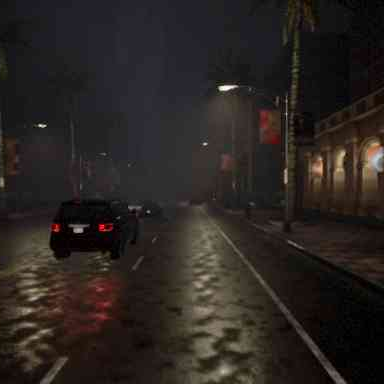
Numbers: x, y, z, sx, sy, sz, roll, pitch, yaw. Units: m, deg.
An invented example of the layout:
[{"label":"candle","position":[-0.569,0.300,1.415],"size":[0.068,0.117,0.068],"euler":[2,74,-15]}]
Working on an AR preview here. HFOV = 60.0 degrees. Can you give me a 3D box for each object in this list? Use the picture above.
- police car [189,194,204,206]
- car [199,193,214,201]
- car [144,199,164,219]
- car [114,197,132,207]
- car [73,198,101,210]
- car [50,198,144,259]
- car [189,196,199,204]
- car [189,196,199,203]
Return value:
[{"label":"police car","position":[0.554,1.533,56.530],"size":[1.930,1.638,5.238],"euler":[0,0,-1]},{"label":"car","position":[3.649,1.207,86.945],"size":[2.150,2.045,5.566],"euler":[0,0,32]},{"label":"car","position":[-3.617,1.620,29.657],"size":[1.994,1.385,4.181],"euler":[0,0,0]},{"label":"car","position":[-11.023,1.627,53.486],"size":[1.812,1.442,4.674],"euler":[0,0,0]},{"label":"car","position":[-13.948,1.565,44.610],"size":[2.231,1.521,4.892],"euler":[0,0,-1]},{"label":"car","position":[-3.453,1.248,12.793],"size":[2.150,2.045,5.566],"euler":[0,0,0]},{"label":"car","position":[0.442,1.605,66.419],"size":[1.882,1.535,5.008],"euler":[0,0,-1]},{"label":"car","position":[0.453,1.664,71.995],"size":[1.812,1.442,4.674],"euler":[0,0,3]}]
